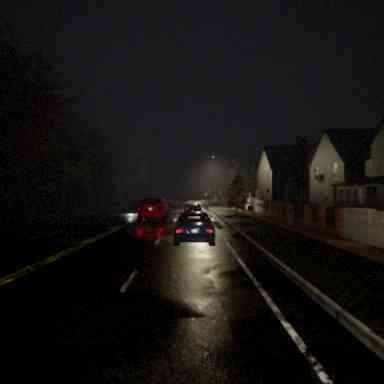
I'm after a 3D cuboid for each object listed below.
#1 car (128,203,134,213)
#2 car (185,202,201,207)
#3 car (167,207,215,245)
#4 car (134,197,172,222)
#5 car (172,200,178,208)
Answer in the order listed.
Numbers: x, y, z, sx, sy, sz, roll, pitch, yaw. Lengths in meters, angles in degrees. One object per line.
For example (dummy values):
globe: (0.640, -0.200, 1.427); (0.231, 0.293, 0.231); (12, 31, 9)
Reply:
car: (-6.500, 1.800, 40.869); (1.994, 1.385, 4.181); (0, 0, 0)
car: (0.101, 1.821, 37.947); (1.895, 1.301, 4.718); (0, 0, 0)
car: (0.102, 1.645, 15.934); (2.033, 1.411, 5.357); (0, 0, 0)
car: (-3.149, 1.391, 27.882); (2.150, 2.045, 5.566); (0, 0, 0)
car: (-3.151, 1.822, 49.526); (2.033, 1.411, 5.357); (0, 0, 0)
